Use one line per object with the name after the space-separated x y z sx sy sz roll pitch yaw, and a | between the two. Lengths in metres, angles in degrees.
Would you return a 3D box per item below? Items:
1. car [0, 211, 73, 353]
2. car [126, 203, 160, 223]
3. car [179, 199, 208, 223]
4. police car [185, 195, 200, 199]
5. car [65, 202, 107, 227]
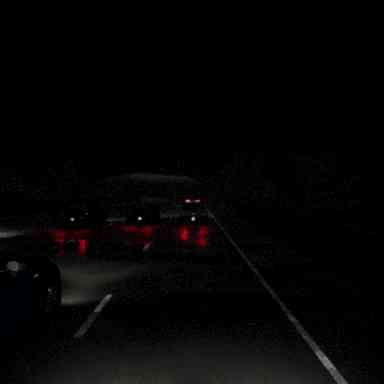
-3.401 1.321 4.177 2.097 1.767 4.553 0 0 0 | car
-3.407 1.430 23.976 1.895 1.301 4.718 0 0 0 | car
0.091 1.432 23.721 1.895 1.301 4.718 0 0 0 | car
0.068 1.210 41.736 2.038 1.542 4.974 0 1 0 | police car
-6.906 1.372 21.530 1.812 1.442 4.674 0 0 0 | car
